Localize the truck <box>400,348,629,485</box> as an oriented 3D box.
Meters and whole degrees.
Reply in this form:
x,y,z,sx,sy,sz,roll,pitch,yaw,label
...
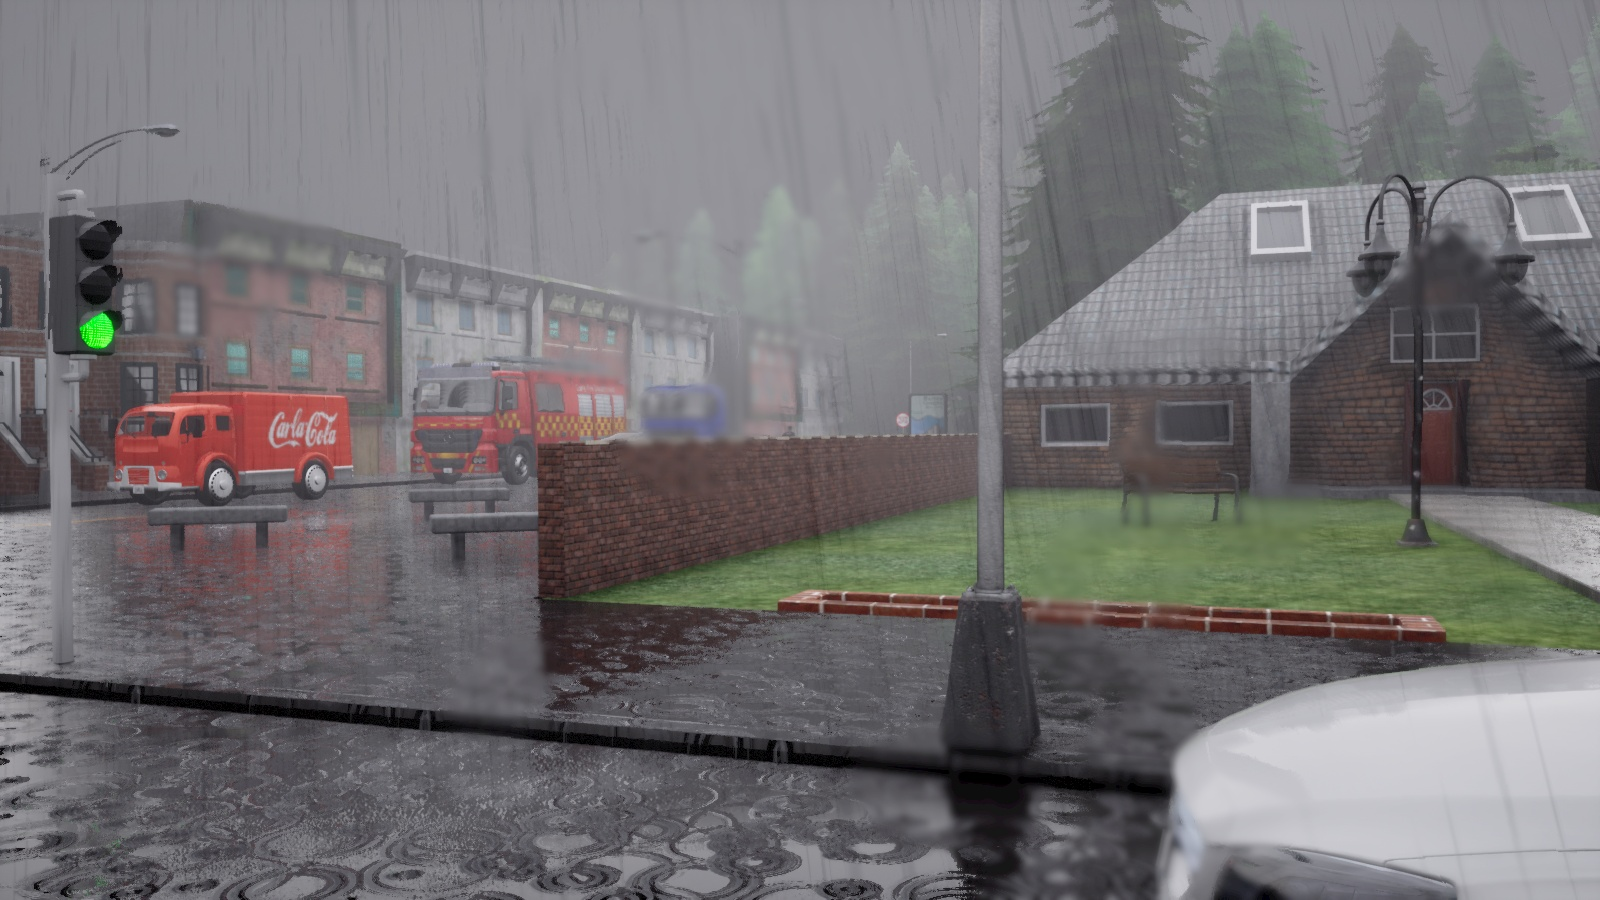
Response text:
x,y,z,sx,sy,sz,roll,pitch,yaw,label
-8.667,-1.002,39.476,2.891,3.827,8.468,1,1,20,truck

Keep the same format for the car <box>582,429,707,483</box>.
x,y,z,sx,sy,sz,roll,pitch,yaw,label
-4.708,0.137,38.692,2.007,1.525,4.514,1,1,20,car

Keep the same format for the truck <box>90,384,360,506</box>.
x,y,z,sx,sy,sz,roll,pitch,yaw,label
-12.732,-0.161,28.263,2.627,2.467,5.204,1,1,20,truck

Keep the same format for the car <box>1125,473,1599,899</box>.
x,y,z,sx,sy,sz,roll,pitch,yaw,label
3.088,0.827,2.307,4.674,1.442,1.812,1,1,20,car

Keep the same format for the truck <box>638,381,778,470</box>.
x,y,z,sx,sy,sz,roll,pitch,yaw,label
-3.714,-1.019,53.117,2.891,3.462,7.936,1,1,20,truck
